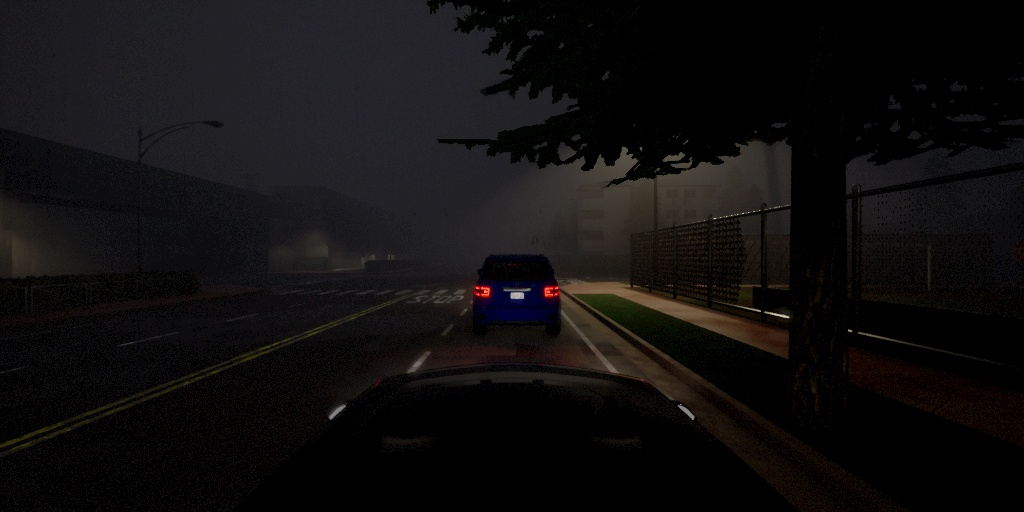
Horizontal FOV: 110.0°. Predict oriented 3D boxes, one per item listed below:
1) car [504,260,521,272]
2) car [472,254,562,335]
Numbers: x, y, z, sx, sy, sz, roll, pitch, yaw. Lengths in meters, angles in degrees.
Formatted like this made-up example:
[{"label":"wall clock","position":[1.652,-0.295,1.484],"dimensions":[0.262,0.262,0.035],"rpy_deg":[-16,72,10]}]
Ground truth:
[{"label":"car","position":[0.061,1.241,46.455],"dimensions":[2.128,1.511,4.902],"rpy_deg":[0,0,-1]},{"label":"car","position":[0.123,0.972,10.622],"dimensions":[2.150,2.045,5.566],"rpy_deg":[0,0,0]}]
